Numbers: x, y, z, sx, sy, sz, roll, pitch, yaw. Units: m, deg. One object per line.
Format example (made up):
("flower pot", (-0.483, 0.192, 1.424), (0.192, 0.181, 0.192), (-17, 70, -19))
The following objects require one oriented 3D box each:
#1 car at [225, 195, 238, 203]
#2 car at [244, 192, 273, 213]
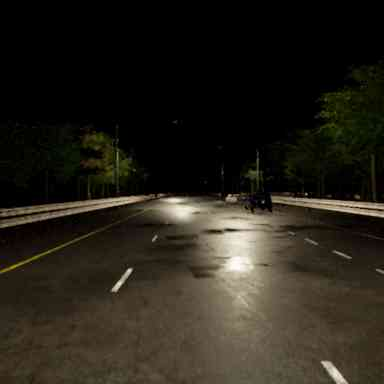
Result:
("car", (7.027, 1.261, 59.208), (1.812, 1.442, 4.674), (0, 0, 0))
("car", (7.010, 1.059, 35.407), (2.150, 2.045, 5.566), (0, 0, 0))
